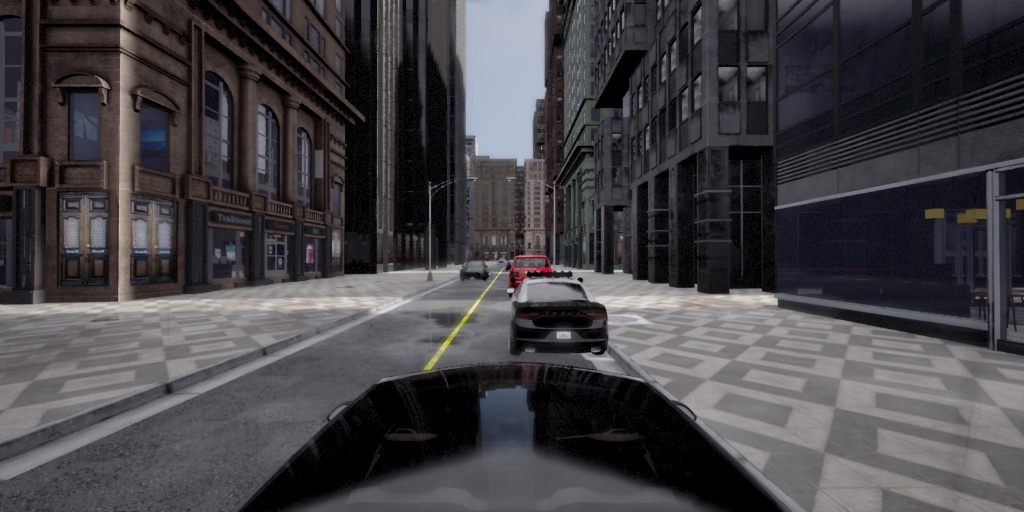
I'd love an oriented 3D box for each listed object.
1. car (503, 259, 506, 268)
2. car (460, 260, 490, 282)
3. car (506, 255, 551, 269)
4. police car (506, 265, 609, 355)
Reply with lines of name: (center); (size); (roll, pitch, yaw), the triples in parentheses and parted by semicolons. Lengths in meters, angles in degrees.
car: (0.103, 1.414, 48.548); (1.895, 1.301, 4.718); (0, 0, 1)
car: (-2.970, 1.126, 29.245); (2.097, 1.767, 4.553); (0, 0, 0)
car: (0.919, 0.985, 18.765); (2.150, 2.045, 5.566); (0, 0, 0)
police car: (0.906, 1.179, 8.844); (1.930, 1.638, 5.238); (0, 0, 0)
